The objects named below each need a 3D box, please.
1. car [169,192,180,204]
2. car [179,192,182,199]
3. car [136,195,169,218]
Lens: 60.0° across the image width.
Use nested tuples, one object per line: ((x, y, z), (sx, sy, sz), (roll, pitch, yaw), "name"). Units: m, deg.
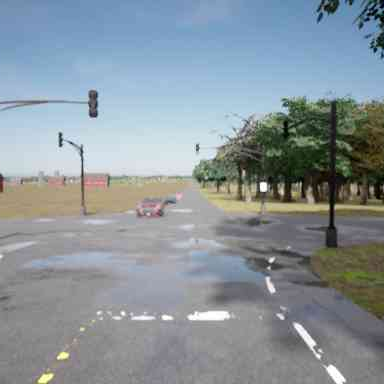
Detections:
((-3.388, 1.194, 52.423), (2.033, 1.411, 5.357), (0, 1, 0), "car")
((-3.298, 0.718, 74.703), (2.097, 1.767, 4.553), (0, 1, 0), "car")
((-3.476, 1.161, 28.730), (2.097, 1.767, 4.553), (0, 1, 0), "car")
